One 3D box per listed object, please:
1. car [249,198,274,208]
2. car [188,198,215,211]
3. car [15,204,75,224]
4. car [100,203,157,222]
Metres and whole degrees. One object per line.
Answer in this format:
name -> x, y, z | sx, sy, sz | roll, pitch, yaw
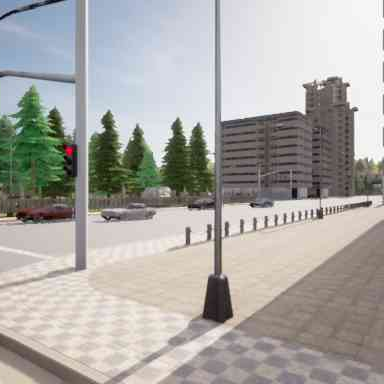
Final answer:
car -> 10.102, 1.547, 47.830 | 2.033, 1.411, 5.357 | 0, 0, 36
car -> 1.406, 1.476, 41.779 | 1.882, 1.535, 5.008 | 0, 0, 36
car -> -10.586, 1.599, 25.000 | 1.895, 1.301, 4.718 | 0, 0, 36
car -> -5.030, 1.600, 26.760 | 1.895, 1.301, 4.718 | 0, 0, 36
